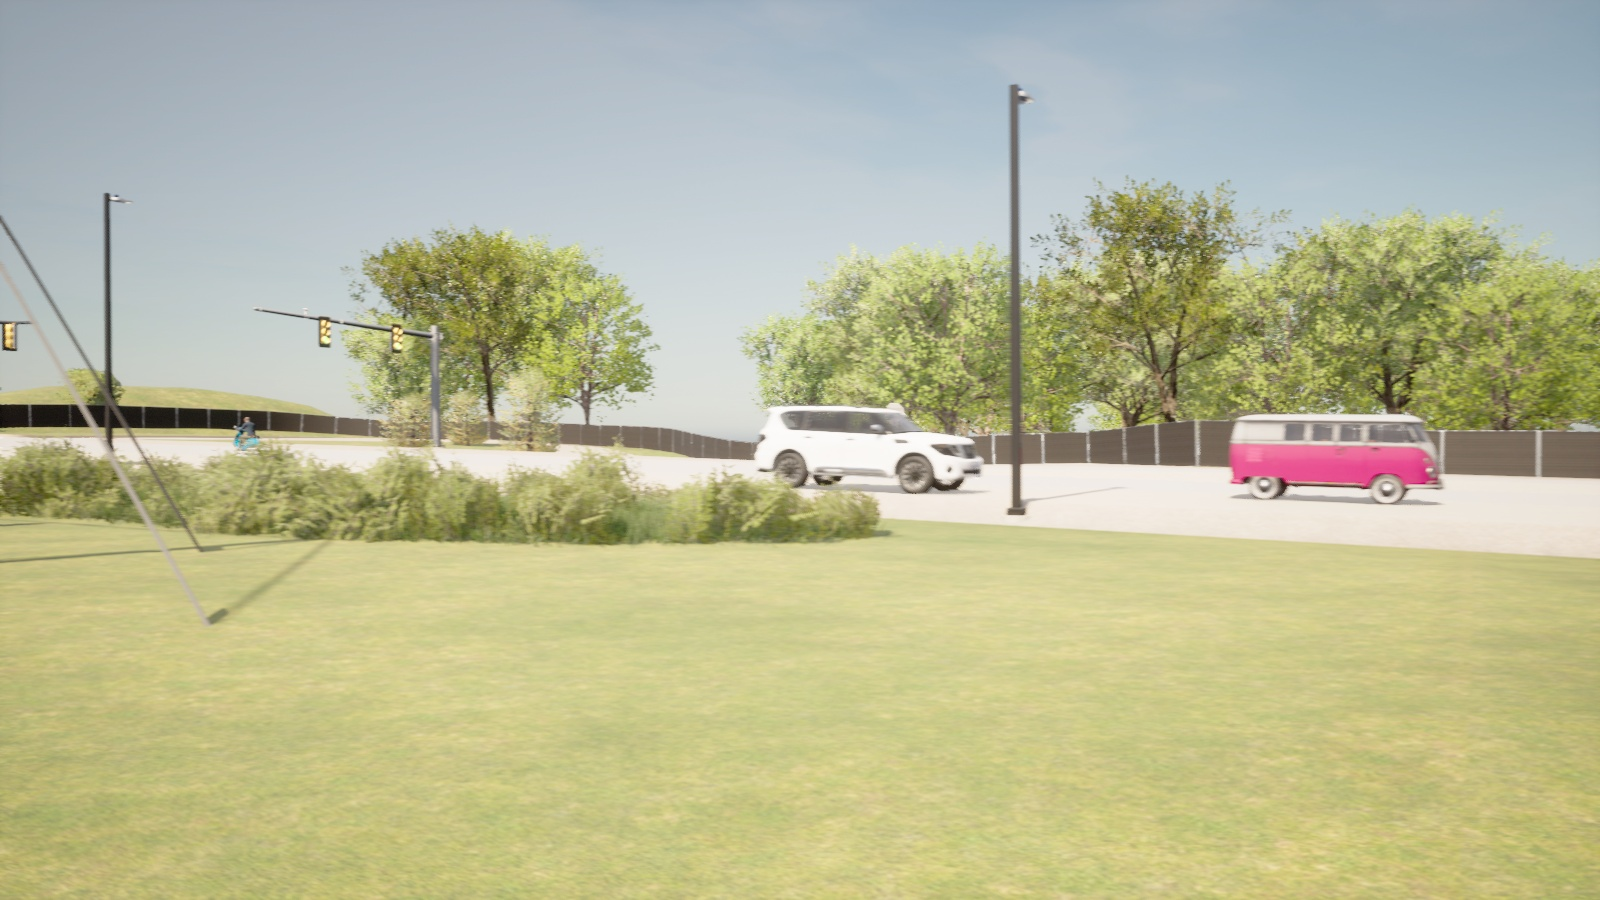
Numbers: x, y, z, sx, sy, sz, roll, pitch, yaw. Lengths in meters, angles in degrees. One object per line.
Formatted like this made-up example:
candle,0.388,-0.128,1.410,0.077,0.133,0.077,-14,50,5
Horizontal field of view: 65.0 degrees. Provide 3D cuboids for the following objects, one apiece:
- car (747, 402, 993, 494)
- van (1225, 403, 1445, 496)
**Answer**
car,1.651,-0.078,30.409,5.566,2.045,2.150,0,1,29
van,12.150,-0.039,28.573,4.442,1.987,1.775,0,1,29
